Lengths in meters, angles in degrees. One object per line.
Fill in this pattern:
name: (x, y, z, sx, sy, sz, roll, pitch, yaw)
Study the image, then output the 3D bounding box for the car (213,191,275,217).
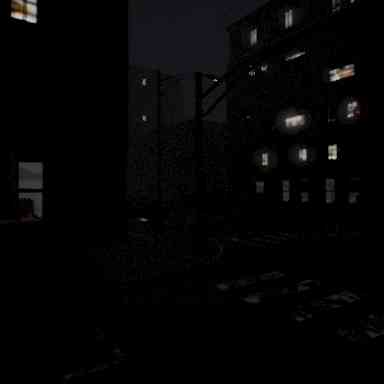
car: (4.305, 0.941, 26.428, 2.192, 1.841, 5.009, 1, 0, -36)

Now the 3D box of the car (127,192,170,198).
car: (-4.156, 1.050, 28.443, 1.837, 1.490, 4.892, 0, 1, -36)

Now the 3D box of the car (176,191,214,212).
car: (1.090, 0.841, 30.919, 2.192, 1.841, 5.009, 1, 0, -36)

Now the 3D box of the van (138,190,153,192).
van: (-5.341, 0.674, 39.898, 1.690, 1.788, 3.998, 1, 0, -36)

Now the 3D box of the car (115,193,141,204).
car: (-8.561, 0.822, 44.389, 1.802, 1.307, 4.206, 1, 0, -36)

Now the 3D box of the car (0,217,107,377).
car: (-3.554, 1.317, 4.022, 5.009, 1.841, 2.192, 0, 0, -35)

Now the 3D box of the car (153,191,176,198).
car: (-2.129, 0.869, 35.410, 1.967, 1.590, 4.097, 1, 0, -36)

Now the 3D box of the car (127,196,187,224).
car: (-2.512, 1.203, 21.549, 1.947, 1.339, 4.313, 1, 0, -36)
